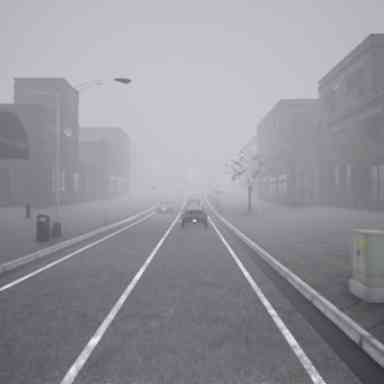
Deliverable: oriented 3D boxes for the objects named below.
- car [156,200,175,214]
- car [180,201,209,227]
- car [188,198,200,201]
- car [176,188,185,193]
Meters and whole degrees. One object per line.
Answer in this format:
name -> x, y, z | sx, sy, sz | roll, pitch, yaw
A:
car -> -2.964, 1.667, 37.864 | 2.128, 1.511, 4.902 | 0, 1, 0
car -> 0.181, 1.689, 24.570 | 1.837, 1.490, 4.892 | 0, -1, 0
car -> 0.248, 1.505, 42.877 | 2.033, 1.649, 4.856 | 1, 3, 0
car -> -2.669, -0.329, 78.963 | 1.882, 1.535, 5.008 | 0, 2, 1
